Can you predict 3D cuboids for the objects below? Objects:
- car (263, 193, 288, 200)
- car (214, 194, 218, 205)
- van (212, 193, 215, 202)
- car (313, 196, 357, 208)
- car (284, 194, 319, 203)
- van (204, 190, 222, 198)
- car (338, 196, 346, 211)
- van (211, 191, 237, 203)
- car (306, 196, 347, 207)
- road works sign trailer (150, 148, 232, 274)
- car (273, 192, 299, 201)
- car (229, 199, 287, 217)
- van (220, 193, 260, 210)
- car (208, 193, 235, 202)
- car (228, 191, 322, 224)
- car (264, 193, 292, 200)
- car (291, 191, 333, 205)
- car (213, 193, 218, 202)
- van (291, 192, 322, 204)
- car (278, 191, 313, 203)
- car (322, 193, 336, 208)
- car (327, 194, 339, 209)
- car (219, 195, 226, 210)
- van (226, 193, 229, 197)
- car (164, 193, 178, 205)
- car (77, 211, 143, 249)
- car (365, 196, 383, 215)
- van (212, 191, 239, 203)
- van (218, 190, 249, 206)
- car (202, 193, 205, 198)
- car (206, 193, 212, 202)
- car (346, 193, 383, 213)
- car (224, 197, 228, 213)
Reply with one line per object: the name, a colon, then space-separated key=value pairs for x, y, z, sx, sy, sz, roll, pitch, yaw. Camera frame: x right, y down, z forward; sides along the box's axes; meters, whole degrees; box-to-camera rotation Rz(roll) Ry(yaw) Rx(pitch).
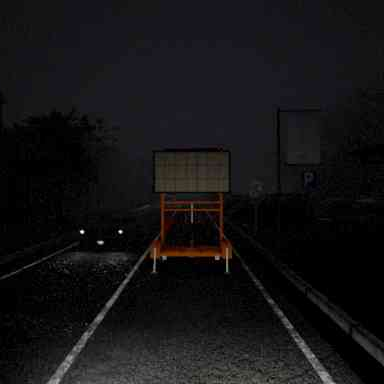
car: x=18.576 y=0.907 z=74.158 sx=4.892 sy=1.521 sz=2.231 roll=0 pitch=1 yaw=0
car: x=5.636 y=1.312 z=42.897 sx=4.792 sy=1.488 sz=2.163 roll=0 pitch=0 yaw=0
van: x=5.692 y=0.972 z=51.313 sx=4.442 sy=1.987 sz=1.878 roll=0 pitch=1 yaw=0
car: x=18.655 y=1.308 z=43.619 sx=4.792 sy=1.488 sz=2.163 roll=0 pitch=1 yaw=0
car: x=18.818 y=1.117 z=57.504 sx=5.366 sy=1.575 sz=1.946 roll=0 pitch=1 yaw=0
van: x=5.333 y=0.540 z=84.947 sx=4.442 sy=1.987 sz=1.878 roll=0 pitch=1 yaw=0
car: x=18.709 y=1.334 z=35.292 sx=4.892 sy=1.521 sz=2.231 roll=0 pitch=0 yaw=0
van: x=5.661 y=0.864 z=59.720 sx=4.442 sy=1.987 sz=1.878 roll=0 pitch=1 yaw=0
car: x=18.703 y=1.280 z=46.402 sx=4.792 sy=1.488 sz=2.163 roll=0 pitch=1 yaw=0
road works sign trailer: x=0.002 y=0.435 z=10.495 sx=2.380 sy=3.560 sz=2.880 roll=0 pitch=0 yaw=2
car: x=18.632 y=0.887 z=65.830 sx=4.553 sy=1.767 sz=2.185 roll=0 pitch=1 yaw=0
car: x=5.662 y=1.404 z=28.879 sx=4.674 sy=1.452 sz=2.002 roll=0 pitch=0 yaw=0
van: x=5.734 y=1.076 z=40.093 sx=4.442 sy=1.987 sz=1.878 roll=0 pitch=0 yaw=0
car: x=5.527 y=1.055 z=62.526 sx=4.892 sy=1.521 sz=2.231 roll=0 pitch=1 yaw=0
car: x=5.652 y=1.140 z=23.270 sx=5.566 sy=2.045 sz=2.435 roll=0 pitch=0 yaw=0
car: x=18.395 y=0.939 z=71.381 sx=5.366 sy=1.575 sz=1.946 roll=0 pitch=1 yaw=0
car: x=18.682 y=0.940 z=51.950 sx=5.566 sy=2.045 sz=2.435 roll=0 pitch=1 yaw=0
car: x=5.594 y=1.297 z=45.705 sx=4.674 sy=1.452 sz=2.002 roll=0 pitch=1 yaw=0
van: x=18.759 y=0.930 z=54.727 sx=4.442 sy=1.987 sz=1.878 roll=0 pitch=1 yaw=0
car: x=18.651 y=0.833 z=60.277 sx=5.566 sy=2.045 sz=2.435 roll=0 pitch=1 yaw=0
car: x=18.879 y=1.294 z=40.848 sx=5.366 sy=1.575 sz=1.946 roll=0 pitch=0 yaw=0
car: x=18.700 y=1.316 z=38.070 sx=5.008 sy=1.535 sz=2.097 roll=0 pitch=0 yaw=0
car: x=5.633 y=1.335 z=34.485 sx=5.008 sy=1.535 sz=2.097 roll=0 pitch=0 yaw=0
van: x=5.766 y=1.124 z=31.681 sx=4.442 sy=1.987 sz=1.878 roll=0 pitch=0 yaw=0
car: x=-3.370 y=0.917 z=50.474 sx=2.150 sy=2.045 sz=5.566 roll=0 pitch=1 yaw=0
car: x=-3.384 y=1.551 z=14.536 sx=1.895 sy=1.301 sz=4.718 roll=0 pitch=0 yaw=0
car: x=18.741 y=1.360 z=29.742 sx=5.008 sy=1.535 sz=2.097 roll=0 pitch=0 yaw=0
van: x=5.671 y=0.900 z=56.917 sx=4.442 sy=1.987 sz=1.878 roll=0 pitch=1 yaw=0
van: x=5.511 y=1.095 z=37.290 sx=4.442 sy=1.987 sz=1.878 roll=0 pitch=0 yaw=0
car: x=5.474 y=0.695 z=70.931 sx=5.566 sy=2.045 sz=2.435 roll=0 pitch=1 yaw=0
car: x=5.537 y=0.911 z=54.112 sx=5.566 sy=2.045 sz=2.435 roll=0 pitch=1 yaw=0
car: x=18.697 y=1.095 z=32.516 sx=5.566 sy=2.045 sz=2.435 roll=0 pitch=0 yaw=0
car: x=5.485 y=1.375 z=26.075 sx=5.366 sy=1.575 sz=1.946 roll=0 pitch=0 yaw=0
